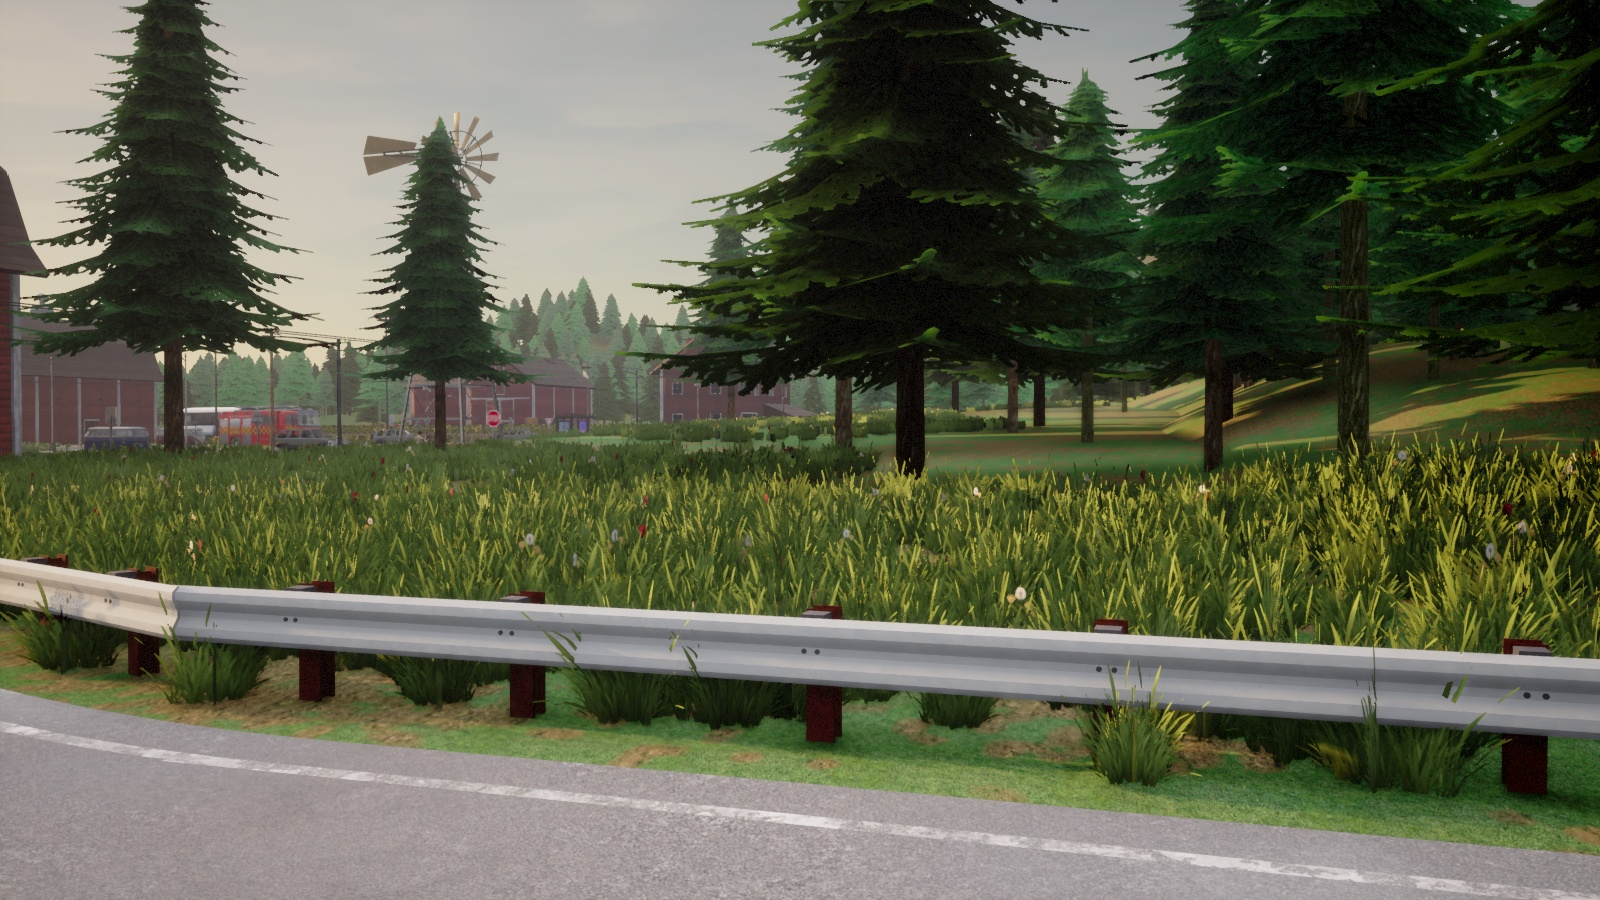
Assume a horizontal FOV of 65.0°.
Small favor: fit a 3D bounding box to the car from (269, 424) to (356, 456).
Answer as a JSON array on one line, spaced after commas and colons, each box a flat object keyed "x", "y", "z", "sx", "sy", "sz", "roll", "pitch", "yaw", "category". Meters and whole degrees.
[{"x": -29.012, "y": -0.635, "z": 74.708, "sx": 4.605, "sy": 1.855, "sz": 1.932, "roll": 1, "pitch": 1, "yaw": 18, "category": "car"}]

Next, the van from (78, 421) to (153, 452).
[{"x": -45.568, "y": -0.904, "z": 83.604, "sx": 4.442, "sy": 1.987, "sz": 1.775, "roll": 1, "pitch": 1, "yaw": 18, "category": "van"}]
